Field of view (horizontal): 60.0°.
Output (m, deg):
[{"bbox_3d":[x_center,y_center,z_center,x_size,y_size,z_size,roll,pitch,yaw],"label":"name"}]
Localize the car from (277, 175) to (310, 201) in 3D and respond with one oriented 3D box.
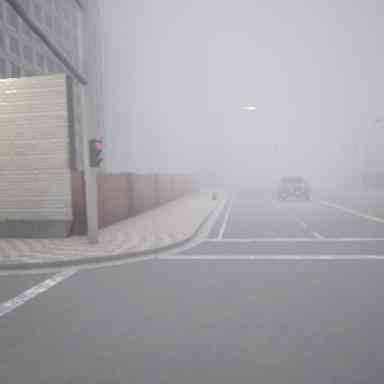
[{"bbox_3d":[8.682,-0.392,28.859,2.150,2.045,5.566,-1,3,8],"label":"car"}]
